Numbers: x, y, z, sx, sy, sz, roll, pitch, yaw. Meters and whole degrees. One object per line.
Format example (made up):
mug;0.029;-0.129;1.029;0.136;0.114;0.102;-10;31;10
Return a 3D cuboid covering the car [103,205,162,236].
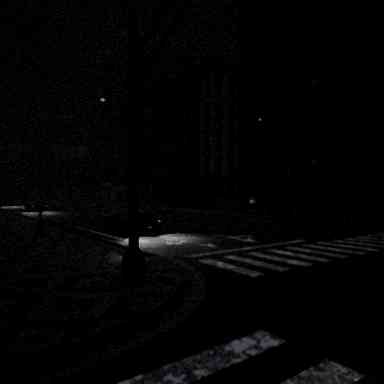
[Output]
car;-3.429;1.484;18.399;1.812;1.442;4.674;0;0;-36

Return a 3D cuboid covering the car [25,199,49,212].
car;-18.323;1.582;39.100;1.812;1.442;4.674;0;0;-36

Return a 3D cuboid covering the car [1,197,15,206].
car;-32.621;1.621;58.972;1.895;1.301;4.718;0;0;-36
